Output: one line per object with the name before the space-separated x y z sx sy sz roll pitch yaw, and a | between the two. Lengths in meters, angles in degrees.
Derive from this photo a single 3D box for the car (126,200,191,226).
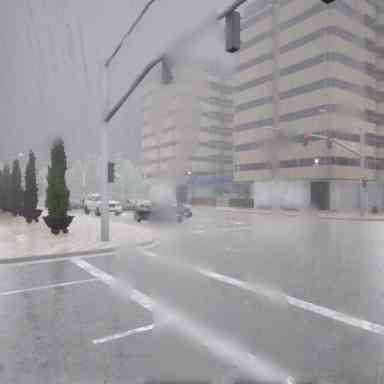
car | -2.480 1.494 23.517 2.128 1.511 4.902 0 0 -35

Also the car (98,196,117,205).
car | -15.555 1.528 60.836 1.812 1.442 4.674 0 0 -35

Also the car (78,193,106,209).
car | -13.835 1.223 45.877 2.150 2.045 5.566 0 0 -34

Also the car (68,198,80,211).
car | -14.577 1.527 40.789 1.812 1.442 4.674 0 0 -35

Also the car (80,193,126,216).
car | -8.823 1.224 32.575 2.150 2.045 5.566 0 0 -35
